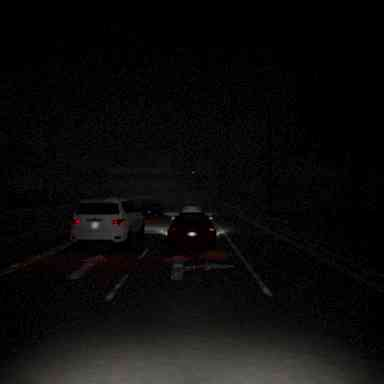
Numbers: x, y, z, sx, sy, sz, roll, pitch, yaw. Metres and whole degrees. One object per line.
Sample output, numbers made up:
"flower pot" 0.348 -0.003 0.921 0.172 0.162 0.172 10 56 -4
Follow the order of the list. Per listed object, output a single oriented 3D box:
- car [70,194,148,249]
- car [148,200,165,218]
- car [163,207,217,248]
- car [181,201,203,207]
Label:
"car" -3.500 1.256 14.680 2.150 2.045 5.566 0 0 0
"car" -3.500 1.483 29.650 1.882 1.535 5.008 0 0 0
"car" 0.000 1.570 14.650 1.994 1.385 4.181 0 0 0
"car" 0.000 1.531 29.650 1.812 1.442 4.674 0 0 0
